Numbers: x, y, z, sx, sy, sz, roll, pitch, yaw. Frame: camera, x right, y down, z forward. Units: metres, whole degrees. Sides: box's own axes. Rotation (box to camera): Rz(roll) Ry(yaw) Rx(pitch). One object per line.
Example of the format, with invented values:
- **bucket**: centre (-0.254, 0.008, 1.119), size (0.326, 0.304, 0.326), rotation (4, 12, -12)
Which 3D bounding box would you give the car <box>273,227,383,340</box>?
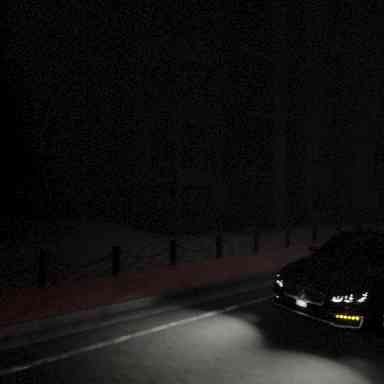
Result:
- **car**: centre (3.691, 1.503, 6.619), size (4.892, 1.490, 1.837), rotation (0, 0, -35)
